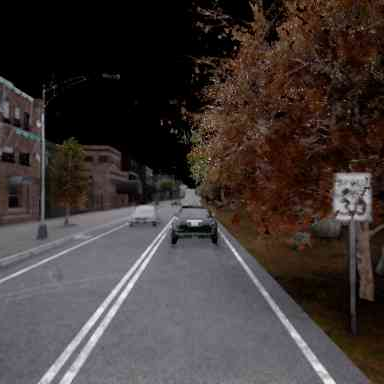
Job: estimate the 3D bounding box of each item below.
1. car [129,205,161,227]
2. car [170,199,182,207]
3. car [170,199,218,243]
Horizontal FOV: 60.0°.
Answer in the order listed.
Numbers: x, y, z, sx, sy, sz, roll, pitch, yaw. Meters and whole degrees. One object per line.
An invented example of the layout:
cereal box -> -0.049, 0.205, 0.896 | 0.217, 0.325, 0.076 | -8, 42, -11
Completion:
car -> -3.312, 1.673, 23.976 | 1.812, 1.442, 4.674 | 0, -1, 0
car -> -3.096, 2.131, 64.874 | 1.994, 1.385, 4.181 | 0, -1, 1
car -> 0.119, 1.428, 16.609 | 2.097, 1.767, 4.553 | 0, 0, 0
